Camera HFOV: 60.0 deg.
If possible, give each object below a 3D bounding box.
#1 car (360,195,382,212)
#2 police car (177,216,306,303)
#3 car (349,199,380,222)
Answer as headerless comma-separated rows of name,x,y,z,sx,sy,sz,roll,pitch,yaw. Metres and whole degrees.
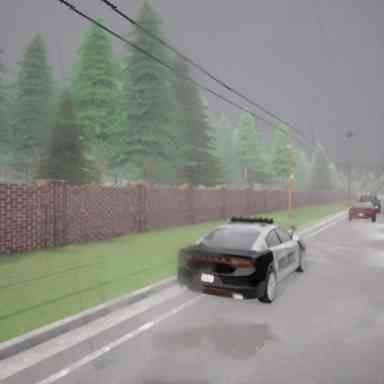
car,20.418,1.380,38.209,2.150,2.045,5.566,0,0,31
police car,1.604,1.450,8.584,1.930,1.638,5.238,0,0,30
car,14.327,1.590,27.803,1.882,1.535,5.008,0,0,31
